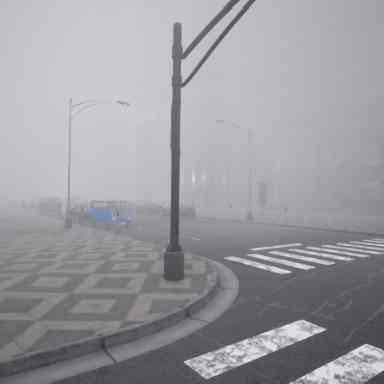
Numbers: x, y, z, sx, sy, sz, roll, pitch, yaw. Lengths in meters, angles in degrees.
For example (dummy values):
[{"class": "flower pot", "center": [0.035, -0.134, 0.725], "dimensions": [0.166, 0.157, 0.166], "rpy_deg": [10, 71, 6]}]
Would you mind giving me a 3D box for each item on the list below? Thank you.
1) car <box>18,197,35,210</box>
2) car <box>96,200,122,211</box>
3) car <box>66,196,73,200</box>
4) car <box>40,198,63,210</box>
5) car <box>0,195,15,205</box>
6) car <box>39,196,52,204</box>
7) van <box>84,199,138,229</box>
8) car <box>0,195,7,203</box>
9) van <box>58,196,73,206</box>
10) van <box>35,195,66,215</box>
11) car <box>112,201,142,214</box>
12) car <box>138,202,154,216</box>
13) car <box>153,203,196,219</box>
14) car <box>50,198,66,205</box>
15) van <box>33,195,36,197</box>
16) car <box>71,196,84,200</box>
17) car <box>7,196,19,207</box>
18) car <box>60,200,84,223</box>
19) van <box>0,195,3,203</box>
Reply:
[{"class": "car", "center": [-21.190, 1.681, 43.811], "dimensions": [1.802, 1.307, 4.206], "rpy_deg": [1, -1, -35]}, {"class": "car", "center": [-11.110, 1.754, 44.359], "dimensions": [1.752, 1.417, 4.829], "rpy_deg": [1, -1, -35]}, {"class": "car", "center": [-20.582, 1.608, 57.755], "dimensions": [2.192, 1.841, 5.009], "rpy_deg": [1, -1, -35]}, {"class": "car", "center": [-19.701, 1.658, 46.513], "dimensions": [1.837, 1.490, 4.892], "rpy_deg": [1, -1, -35]}, {"class": "car", "center": [-37.036, 1.731, 66.231], "dimensions": [1.752, 1.417, 4.829], "rpy_deg": [1, -1, -35]}, {"class": "car", "center": [-33.348, 1.819, 75.797], "dimensions": [1.967, 1.590, 4.097], "rpy_deg": [1, -1, -35]}, {"class": "van", "center": [-5.243, 1.336, 21.255], "dimensions": [1.690, 1.788, 3.998], "rpy_deg": [1, -1, -35]}, {"class": "car", "center": [-43.510, 1.565, 75.395], "dimensions": [2.192, 1.841, 5.009], "rpy_deg": [1, -1, -35]}, {"class": "van", "center": [-23.773, 1.655, 62.265], "dimensions": [1.690, 1.788, 3.998], "rpy_deg": [1, -1, -35]}, {"class": "van", "center": [-14.810, 1.397, 34.790], "dimensions": [1.690, 1.788, 3.998], "rpy_deg": [1, -1, -35]}, {"class": "car", "center": [-7.821, 1.752, 39.709], "dimensions": [1.887, 1.381, 4.507], "rpy_deg": [1, -1, -35]}, {"class": "car", "center": [-4.630, 1.731, 35.198], "dimensions": [1.887, 1.381, 4.507], "rpy_deg": [1, -1, -35]}, {"class": "car", "center": [-1.439, 1.710, 30.687], "dimensions": [1.887, 1.381, 4.507], "rpy_deg": [1, -1, -35]}, {"class": "car", "center": [-26.966, 1.886, 66.774], "dimensions": [2.008, 1.369, 4.403], "rpy_deg": [1, -1, -35]}, {"class": "van", "center": [-36.537, 1.741, 80.309], "dimensions": [1.690, 1.788, 3.998], "rpy_deg": [1, -1, -35]}, {"class": "car", "center": [-17.394, 1.816, 53.242], "dimensions": [1.887, 1.381, 4.507], "rpy_deg": [1, -1, -35]}, {"class": "car", "center": [-27.568, 1.693, 52.834], "dimensions": [2.008, 1.369, 4.403], "rpy_deg": [1, -1, -35]}, {"class": "car", "center": [-8.434, 1.559, 25.764], "dimensions": [1.887, 1.381, 4.507], "rpy_deg": [1, -1, -35]}, {"class": "van", "center": [-46.699, 1.613, 79.907], "dimensions": [1.690, 1.788, 3.998], "rpy_deg": [1, -1, -35]}]
